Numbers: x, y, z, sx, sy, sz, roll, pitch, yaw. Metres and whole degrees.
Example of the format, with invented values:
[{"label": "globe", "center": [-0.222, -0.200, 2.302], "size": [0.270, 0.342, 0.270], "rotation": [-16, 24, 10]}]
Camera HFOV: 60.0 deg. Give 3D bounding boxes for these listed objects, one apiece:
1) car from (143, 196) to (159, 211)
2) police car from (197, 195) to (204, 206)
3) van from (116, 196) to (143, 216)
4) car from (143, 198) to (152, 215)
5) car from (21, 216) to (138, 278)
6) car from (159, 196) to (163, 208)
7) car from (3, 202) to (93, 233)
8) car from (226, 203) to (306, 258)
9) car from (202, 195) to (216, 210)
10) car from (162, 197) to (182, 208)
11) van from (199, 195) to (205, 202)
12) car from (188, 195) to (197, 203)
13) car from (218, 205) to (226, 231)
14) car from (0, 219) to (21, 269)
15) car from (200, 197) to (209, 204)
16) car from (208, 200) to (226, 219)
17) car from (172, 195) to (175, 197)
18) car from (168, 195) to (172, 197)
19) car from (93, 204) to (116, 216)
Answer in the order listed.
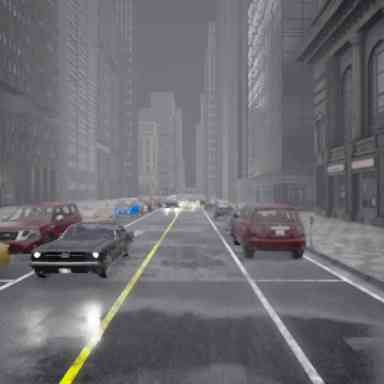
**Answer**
[{"label": "car", "center": [-5.764, 1.467, 40.994], "size": [2.192, 1.841, 5.009], "rotation": [0, 0, 0]}, {"label": "police car", "center": [2.369, 1.658, 60.416], "size": [1.930, 1.638, 5.238], "rotation": [0, 0, 0]}, {"label": "van", "center": [-5.764, 1.448, 29.713], "size": [1.690, 1.788, 3.998], "rotation": [0, 0, 0]}, {"label": "car", "center": [-5.764, 1.680, 35.352], "size": [2.008, 1.369, 4.403], "rotation": [0, 0, 0]}, {"label": "car", "center": [-3.099, 1.636, 10.345], "size": [1.895, 1.301, 4.718], "rotation": [0, 0, 0]}, {"label": "car", "center": [-5.764, 1.514, 52.276], "size": [2.192, 1.841, 5.009], "rotation": [0, 0, 0]}, {"label": "car", "center": [-5.765, 1.359, 12.791], "size": [2.192, 1.841, 5.009], "rotation": [0, 0, 0]}, {"label": "car", "center": [2.760, 1.359, 12.798], "size": [2.192, 1.841, 5.009], "rotation": [0, 0, 0]}, {"label": "car", "center": [2.762, 1.616, 46.639], "size": [1.967, 1.590, 4.097], "rotation": [0, 0, 0]}, {"label": "car", "center": [-3.072, 1.799, 52.042], "size": [1.895, 1.301, 4.718], "rotation": [0, 0, 0]}, {"label": "van", "center": [2.764, 1.705, 91.765], "size": [1.690, 1.788, 3.998], "rotation": [0, 0, 0]}, {"label": "car", "center": [0.004, 1.777, 78.156], "size": [2.033, 1.411, 5.357], "rotation": [0, 0, 0]}, {"label": "car", "center": [2.761, 1.615, 18.437], "size": [2.008, 1.369, 4.403], "rotation": [0, 0, 0]}, {"label": "car", "center": [-5.765, 1.549, 6.979], "size": [1.752, 1.417, 4.829], "rotation": [0, 0, 0]}, {"label": "car", "center": [2.763, 1.838, 74.842], "size": [1.887, 1.381, 4.507], "rotation": [0, 0, 0]}, {"label": "car", "center": [2.761, 1.658, 29.718], "size": [2.008, 1.369, 4.403], "rotation": [0, 0, 0]}, {"label": "car", "center": [-5.761, 1.868, 80.478], "size": [2.008, 1.369, 4.403], "rotation": [0, 0, 0]}, {"label": "car", "center": [-5.762, 1.836, 69.197], "size": [1.947, 1.339, 4.313], "rotation": [0, 0, 0]}, {"label": "car", "center": [-5.764, 1.589, 18.261], "size": [1.752, 1.417, 4.829], "rotation": [0, 0, 0]}]
